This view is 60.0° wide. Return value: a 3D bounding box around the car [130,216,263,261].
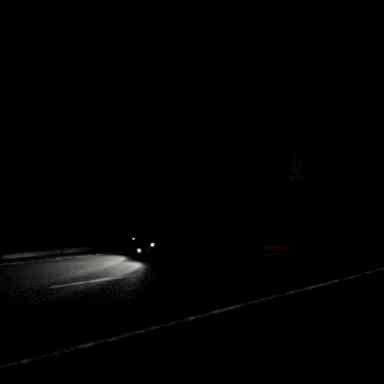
[{"bbox_3d":[0.373,1.639,12.872,5.357,1.411,2.033,1,-1,-36],"label":"car"}]
